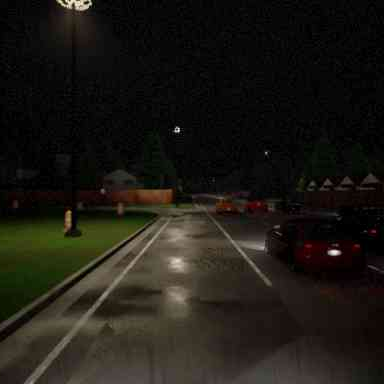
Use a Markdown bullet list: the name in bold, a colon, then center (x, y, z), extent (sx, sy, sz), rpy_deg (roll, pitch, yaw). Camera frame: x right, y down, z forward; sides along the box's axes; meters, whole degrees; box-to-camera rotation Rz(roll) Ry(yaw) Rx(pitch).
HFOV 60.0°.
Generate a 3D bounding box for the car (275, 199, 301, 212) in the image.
- **car**: center (10.536, 1.482, 36.861), extent (2.128, 1.511, 4.902), rpy_deg (0, 0, 0)

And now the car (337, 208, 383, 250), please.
- **car**: center (7.196, 1.560, 13.924), extent (1.994, 1.385, 4.181), rpy_deg (0, 0, 0)

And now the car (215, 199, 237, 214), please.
- **car**: center (3.549, 1.469, 34.817), extent (1.882, 1.535, 5.008), rpy_deg (0, 0, 0)

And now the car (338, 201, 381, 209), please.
- **car**: center (14.096, 1.485, 28.322), extent (2.128, 1.511, 4.902), rpy_deg (0, 0, 0)

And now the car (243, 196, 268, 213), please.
- **car**: center (7.032, 1.343, 37.158), extent (2.097, 1.767, 4.553), rpy_deg (0, 0, 0)

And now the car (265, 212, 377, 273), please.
- **car**: center (3.719, 1.561, 10.719), extent (1.994, 1.385, 4.181), rpy_deg (0, 0, 0)
